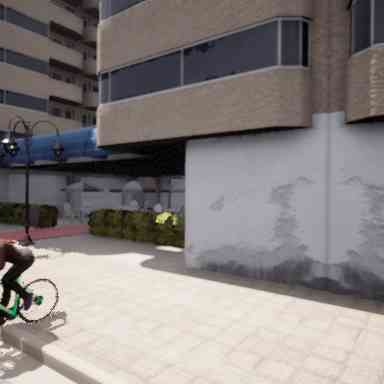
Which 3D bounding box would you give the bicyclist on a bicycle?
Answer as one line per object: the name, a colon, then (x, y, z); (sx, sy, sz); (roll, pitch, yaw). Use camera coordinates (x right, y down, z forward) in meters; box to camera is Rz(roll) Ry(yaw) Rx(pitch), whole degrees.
bicyclist on a bicycle: (-2.715, 1.305, 4.745); (0.582, 1.620, 1.656); (1, 10, 36)
